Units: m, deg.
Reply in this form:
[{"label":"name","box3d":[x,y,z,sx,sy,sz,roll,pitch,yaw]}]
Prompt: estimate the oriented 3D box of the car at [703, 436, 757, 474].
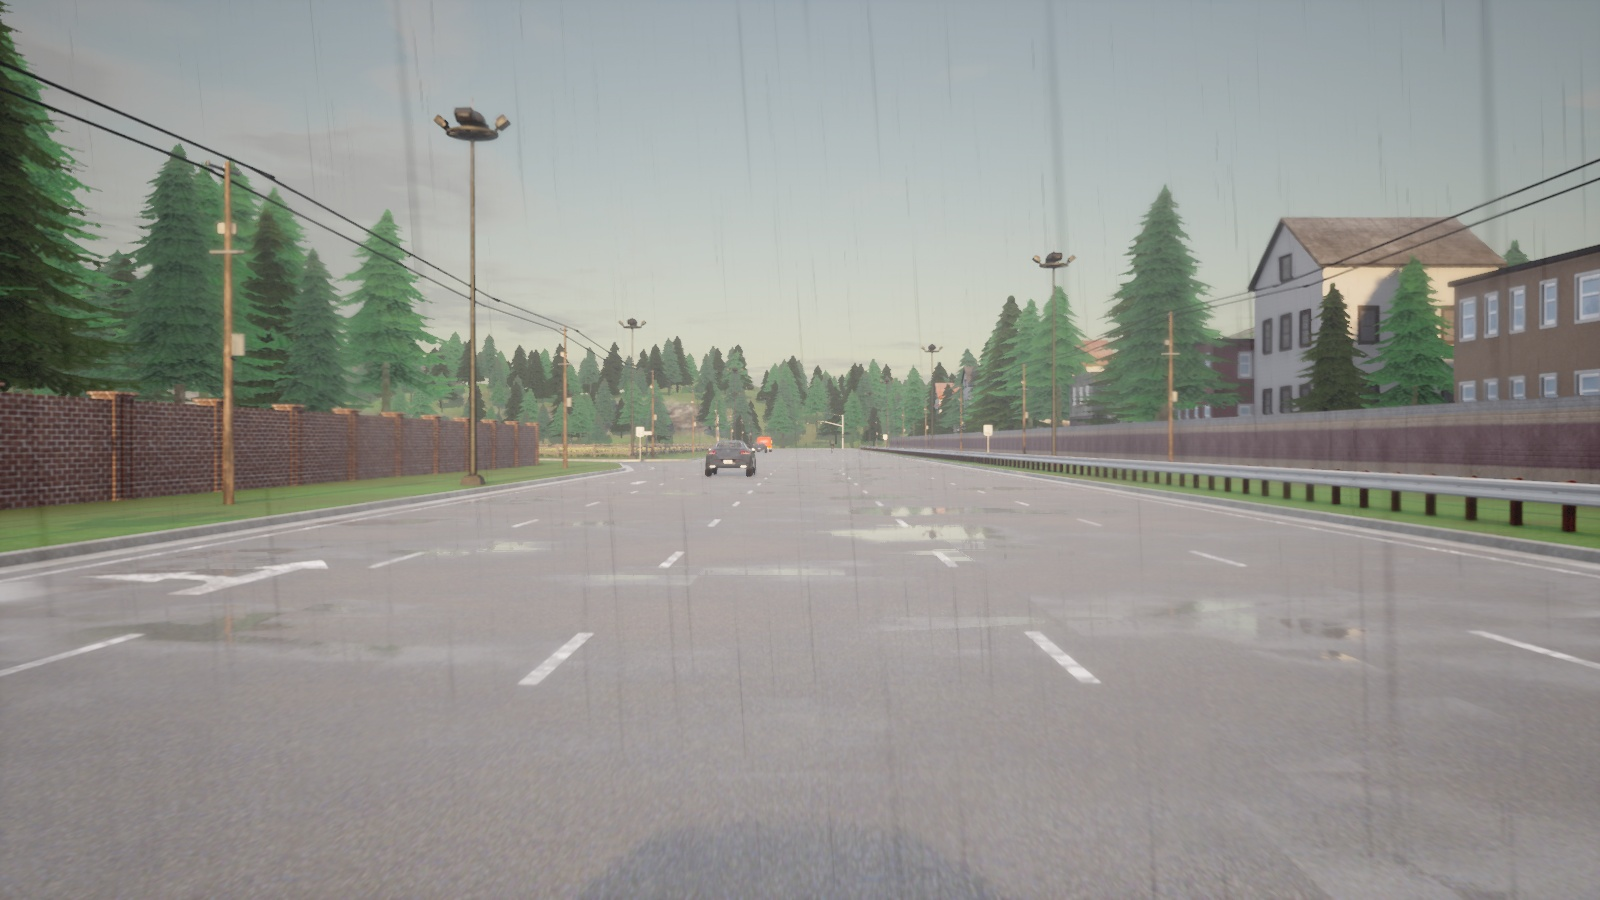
[{"label":"car","box3d":[-3.155,0.197,57.720,2.152,1.651,5.027,0,0,0]}]
